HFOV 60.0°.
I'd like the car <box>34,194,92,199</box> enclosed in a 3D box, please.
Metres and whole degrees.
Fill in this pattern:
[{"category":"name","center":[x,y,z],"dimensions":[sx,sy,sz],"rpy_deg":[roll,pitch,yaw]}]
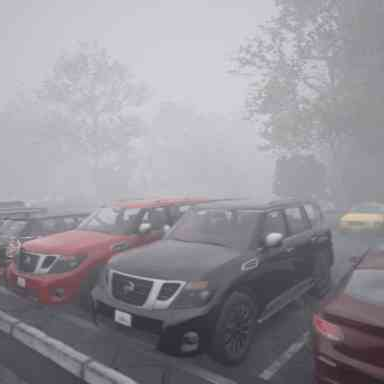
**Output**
[{"category":"car","center":[-12.752,1.274,34.393],"dimensions":[2.435,2.045,5.566],"rpy_deg":[-1,0,39]}]

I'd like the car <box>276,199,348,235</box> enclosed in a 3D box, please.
[{"category":"car","center":[6.763,1.241,18.409],"dimensions":[2.231,1.521,4.892],"rpy_deg":[-1,0,39]}]

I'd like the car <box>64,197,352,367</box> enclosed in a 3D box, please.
[{"category":"car","center":[0.889,1.169,6.259],"dimensions":[2.435,2.045,5.566],"rpy_deg":[-1,0,39]}]

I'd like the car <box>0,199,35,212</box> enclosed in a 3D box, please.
[{"category":"car","center":[-23.371,1.727,43.198],"dimensions":[2.163,1.488,4.792],"rpy_deg":[-1,0,39]}]

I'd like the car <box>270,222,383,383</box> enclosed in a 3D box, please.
[{"category":"car","center":[3.076,1.428,4.501],"dimensions":[2.002,1.452,4.674],"rpy_deg":[-1,0,39]}]

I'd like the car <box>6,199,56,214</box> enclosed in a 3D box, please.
[{"category":"car","center":[-19.091,1.623,39.636],"dimensions":[2.097,1.535,5.008],"rpy_deg":[-1,0,39]}]

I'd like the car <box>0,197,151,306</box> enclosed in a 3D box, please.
[{"category":"car","center":[-1.277,1.200,8.039],"dimensions":[2.435,2.045,5.566],"rpy_deg":[-1,0,39]}]

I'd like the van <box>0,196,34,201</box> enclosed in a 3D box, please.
[{"category":"van","center":[-9.996,1.354,15.089],"dimensions":[1.878,1.987,4.442],"rpy_deg":[-1,0,39]}]

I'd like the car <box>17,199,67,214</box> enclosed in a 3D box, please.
[{"category":"car","center":[-17.032,1.629,37.949],"dimensions":[2.002,1.452,4.674],"rpy_deg":[-1,0,39]}]

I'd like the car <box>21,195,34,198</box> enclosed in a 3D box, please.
[{"category":"car","center":[-14.808,1.304,36.082],"dimensions":[2.435,2.045,5.566],"rpy_deg":[-1,0,39]}]

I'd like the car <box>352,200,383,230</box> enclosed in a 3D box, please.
[{"category":"car","center":[8.787,1.209,16.499],"dimensions":[1.946,1.575,5.366],"rpy_deg":[-1,0,39]}]
